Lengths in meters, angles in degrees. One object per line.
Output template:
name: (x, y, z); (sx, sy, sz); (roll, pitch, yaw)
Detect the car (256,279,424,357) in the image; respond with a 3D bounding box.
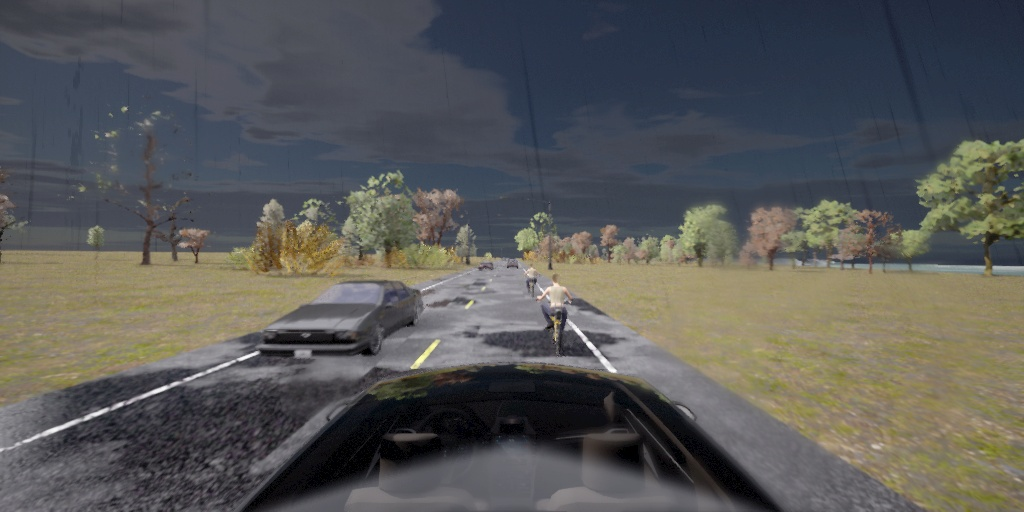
car: (-3.600, 1.298, 8.843); (2.033, 1.411, 5.357); (0, 0, 0)

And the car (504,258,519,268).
car: (0.109, 1.297, 59.533); (2.033, 1.411, 5.357); (0, 0, 0)

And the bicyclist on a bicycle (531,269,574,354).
bicyclist on a bicycle: (0.947, 1.187, 7.796); (0.866, 1.612, 1.509); (0, 0, 0)

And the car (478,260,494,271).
car: (-3.583, 1.313, 50.070); (1.994, 1.385, 4.181); (0, 0, 0)

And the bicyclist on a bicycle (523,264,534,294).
bicyclist on a bicycle: (0.981, 1.187, 17.888); (0.866, 1.612, 1.509); (0, 0, 0)
